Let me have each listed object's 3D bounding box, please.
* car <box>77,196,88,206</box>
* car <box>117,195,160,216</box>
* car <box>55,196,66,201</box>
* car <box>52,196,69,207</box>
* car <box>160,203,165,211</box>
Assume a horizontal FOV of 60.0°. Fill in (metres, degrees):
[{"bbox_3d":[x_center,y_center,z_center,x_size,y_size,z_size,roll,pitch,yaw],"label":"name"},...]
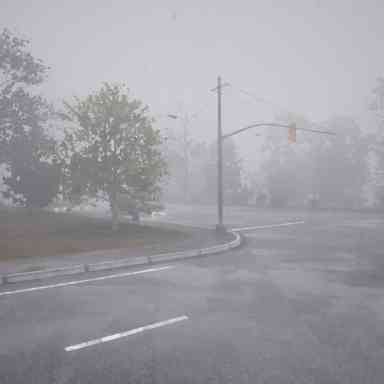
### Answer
[{"bbox_3d":[-18.497,1.149,53.103,2.150,2.045,5.566,-1,0,-39],"label":"car"},{"bbox_3d":[-5.718,1.101,31.490,2.150,2.045,5.566,-1,1,-39],"label":"car"},{"bbox_3d":[-34.244,1.703,86.526,1.895,1.301,4.718,-1,0,-31],"label":"car"},{"bbox_3d":[-20.345,1.470,49.800,2.128,1.511,4.902,-1,0,-38],"label":"car"},{"bbox_3d":[-5.136,1.390,36.375,2.033,1.411,5.357,-1,0,-39],"label":"car"}]
